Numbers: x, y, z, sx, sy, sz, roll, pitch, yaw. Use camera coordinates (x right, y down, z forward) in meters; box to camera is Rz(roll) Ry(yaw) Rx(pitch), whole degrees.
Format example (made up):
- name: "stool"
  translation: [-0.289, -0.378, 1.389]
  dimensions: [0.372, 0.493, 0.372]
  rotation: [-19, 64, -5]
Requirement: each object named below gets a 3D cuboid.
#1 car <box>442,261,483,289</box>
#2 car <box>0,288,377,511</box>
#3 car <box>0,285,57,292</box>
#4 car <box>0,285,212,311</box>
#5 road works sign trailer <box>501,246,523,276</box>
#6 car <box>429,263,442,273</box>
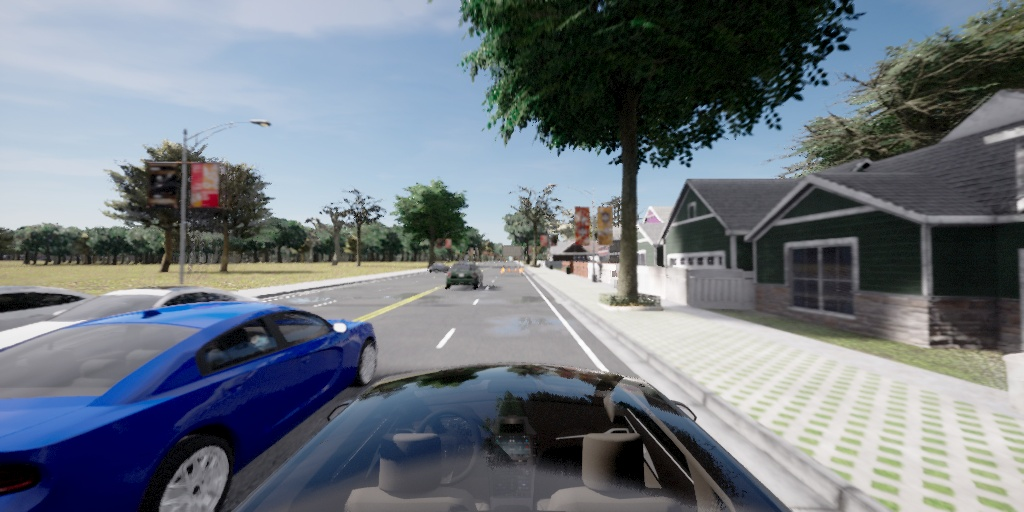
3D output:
- name: "car"
  translation: [-3.156, 1.242, 24.475]
  dimensions: [2.097, 1.767, 4.553]
  rotation: [0, 0, 0]
- name: "car"
  translation: [-3.151, 1.240, 3.956]
  dimensions: [1.882, 1.535, 5.008]
  rotation: [0, 0, 0]
- name: "car"
  translation: [-9.850, 1.302, 6.511]
  dimensions: [1.812, 1.442, 4.674]
  rotation: [0, 0, 0]
- name: "car"
  translation: [-6.601, 1.303, 6.517]
  dimensions: [1.812, 1.442, 4.674]
  rotation: [0, 0, 0]
- name: "road works sign trailer"
  translation: [-0.010, 0.481, 42.247]
  dimensions: [2.380, 3.560, 2.880]
  rotation: [0, 0, 0]
- name: "car"
  translation: [-9.836, 1.624, 48.308]
  dimensions: [1.994, 1.385, 4.181]
  rotation: [0, 0, 0]
